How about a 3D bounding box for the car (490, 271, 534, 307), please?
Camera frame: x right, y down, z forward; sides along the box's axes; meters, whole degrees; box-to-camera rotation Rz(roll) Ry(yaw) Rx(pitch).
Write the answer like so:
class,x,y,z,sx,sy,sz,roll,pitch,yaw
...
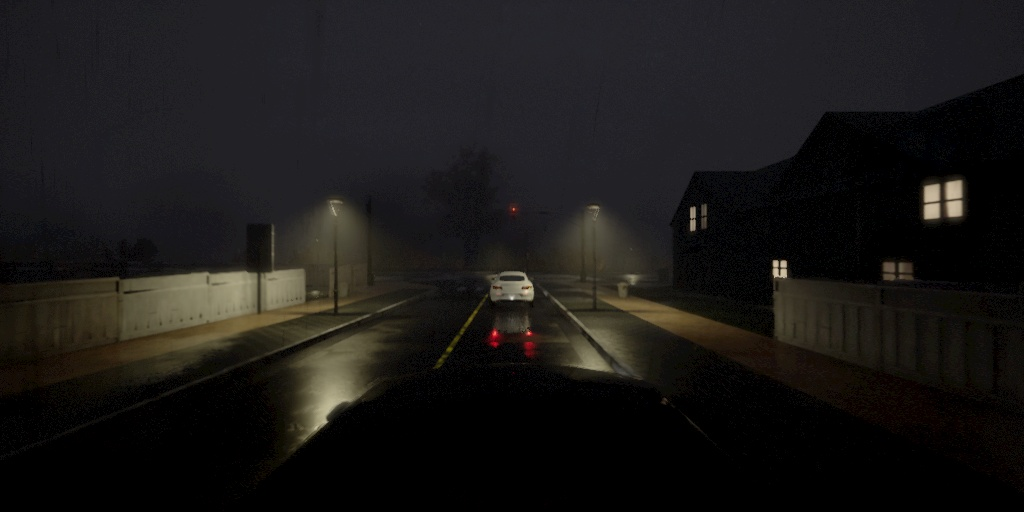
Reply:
class,x,y,z,sx,sy,sz,roll,pitch,yaw
car,0.014,1.410,16.240,1.812,1.442,4.674,0,0,0
